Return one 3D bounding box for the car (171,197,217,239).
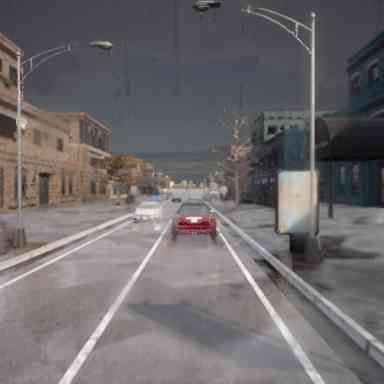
[{"bbox_3d":[0.099,1.311,17.189,2.097,1.767,4.553,0,0,0],"label":"car"}]

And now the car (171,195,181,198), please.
[{"bbox_3d":[-3.022,1.341,64.819,1.882,1.535,5.008,0,-1,1],"label":"car"}]

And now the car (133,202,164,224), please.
[{"bbox_3d":[-3.099,1.452,24.330,1.812,1.442,4.674,0,0,0],"label":"car"}]

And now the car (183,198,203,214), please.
[{"bbox_3d":[0.098,1.425,34.948,2.033,1.411,5.357,0,0,0],"label":"car"}]
